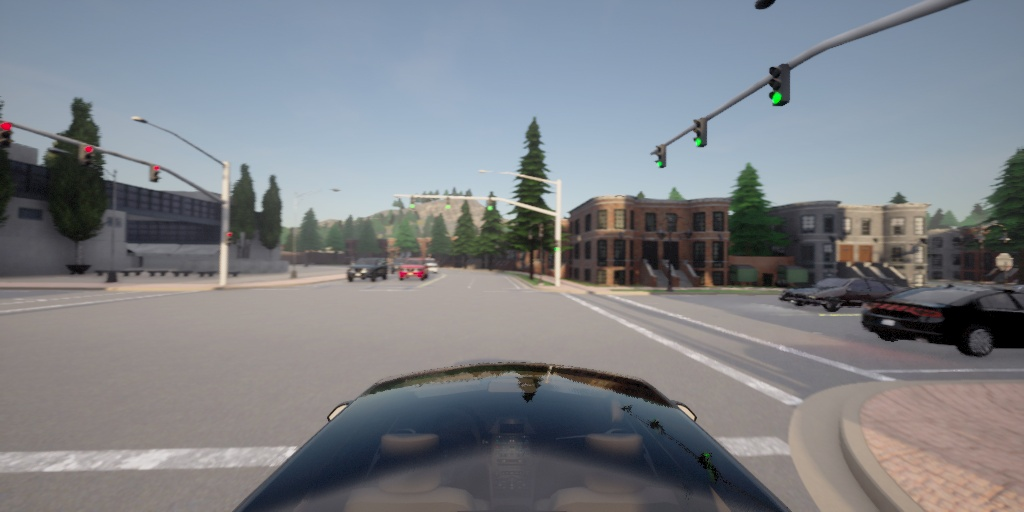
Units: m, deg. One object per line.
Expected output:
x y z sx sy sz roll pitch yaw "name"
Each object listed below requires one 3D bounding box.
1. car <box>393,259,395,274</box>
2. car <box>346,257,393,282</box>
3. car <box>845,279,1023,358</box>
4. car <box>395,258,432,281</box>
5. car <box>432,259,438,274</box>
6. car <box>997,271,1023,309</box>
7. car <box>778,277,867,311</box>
-14.329 1.281 46.200 2.150 2.045 5.566 1 0 -17 "car"
-12.348 1.137 31.047 2.150 2.045 5.566 1 -1 -4 "car"
11.496 1.481 8.782 5.008 1.535 1.882 1 -1 -4 "car"
-9.067 1.212 33.530 2.150 2.045 5.566 1 -1 -7 "car"
-11.220 1.346 48.037 2.150 2.045 5.566 1 0 -17 "car"
26.387 1.652 16.856 4.553 1.767 2.097 1 -1 -3 "car"
15.162 1.677 16.141 5.357 1.411 2.033 1 -1 -4 "car"
